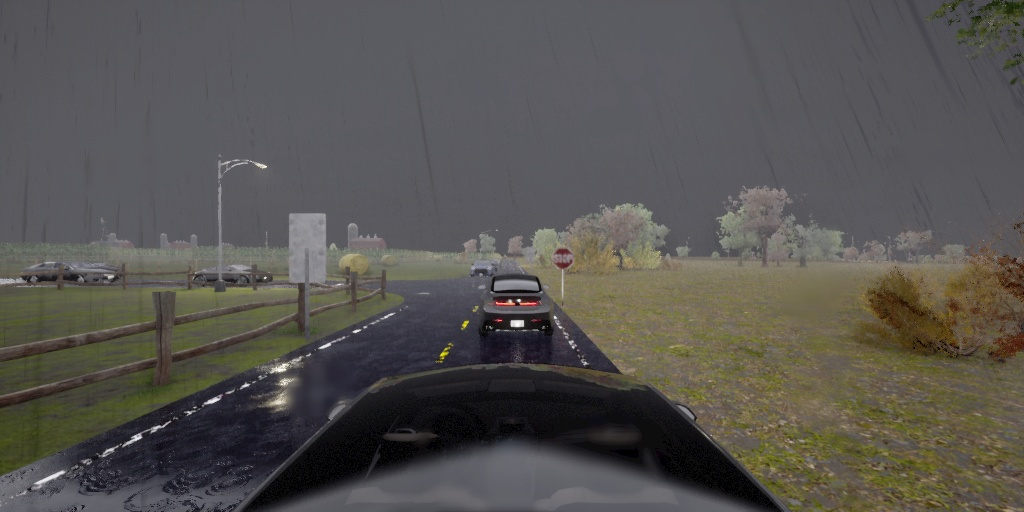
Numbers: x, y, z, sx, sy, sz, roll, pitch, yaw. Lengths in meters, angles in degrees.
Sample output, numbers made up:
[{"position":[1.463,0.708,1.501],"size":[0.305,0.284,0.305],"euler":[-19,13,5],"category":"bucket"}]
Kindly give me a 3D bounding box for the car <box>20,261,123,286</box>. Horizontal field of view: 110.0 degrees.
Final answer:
[{"position":[-28.167,1.077,22.962],"size":[4.902,1.511,2.128],"euler":[0,1,-1],"category":"car"}]

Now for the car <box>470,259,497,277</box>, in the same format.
[{"position":[-2.844,1.114,35.059],"size":[2.097,1.767,4.553],"euler":[0,0,0],"category":"car"}]

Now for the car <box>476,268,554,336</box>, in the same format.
[{"position":[0.068,1.254,10.383],"size":[1.837,1.490,4.892],"euler":[0,0,-1],"category":"car"}]

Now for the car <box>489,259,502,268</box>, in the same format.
[{"position":[-2.804,1.285,61.791],"size":[2.128,1.511,4.902],"euler":[0,0,0],"category":"car"}]

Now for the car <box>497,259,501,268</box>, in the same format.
[{"position":[-2.831,1.323,48.959],"size":[2.033,1.411,5.357],"euler":[0,0,0],"category":"car"}]

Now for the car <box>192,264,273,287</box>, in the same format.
[{"position":[-17.883,1.220,23.069],"size":[4.181,1.385,1.994],"euler":[0,1,0],"category":"car"}]
